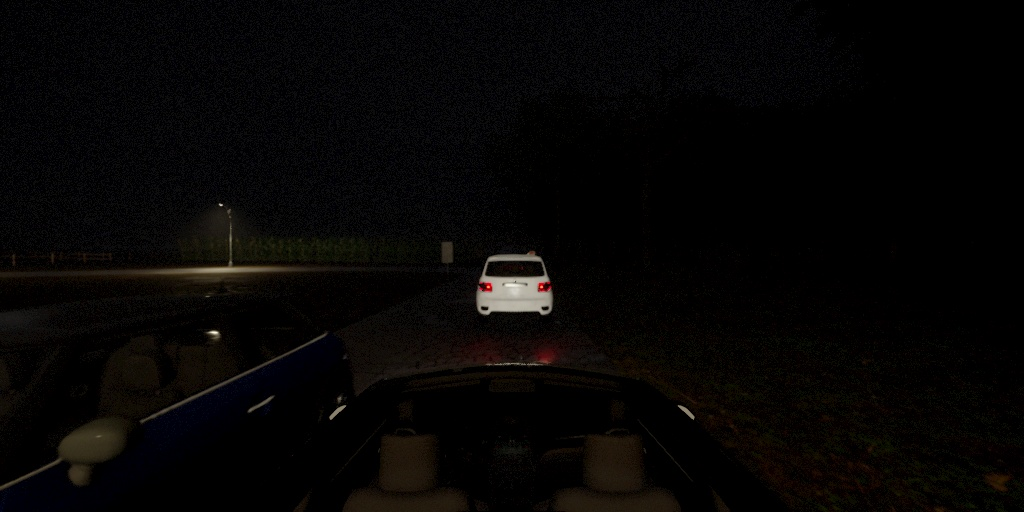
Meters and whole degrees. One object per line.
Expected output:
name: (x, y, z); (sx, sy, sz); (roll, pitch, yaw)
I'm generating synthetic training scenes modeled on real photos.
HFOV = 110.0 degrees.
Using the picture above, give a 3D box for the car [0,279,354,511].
car: (-2.748, 1.102, 1.980); (2.097, 1.767, 4.553); (0, 0, 0)

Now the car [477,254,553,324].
car: (0.076, 0.956, 12.064); (2.150, 2.045, 5.566); (0, 1, 0)
